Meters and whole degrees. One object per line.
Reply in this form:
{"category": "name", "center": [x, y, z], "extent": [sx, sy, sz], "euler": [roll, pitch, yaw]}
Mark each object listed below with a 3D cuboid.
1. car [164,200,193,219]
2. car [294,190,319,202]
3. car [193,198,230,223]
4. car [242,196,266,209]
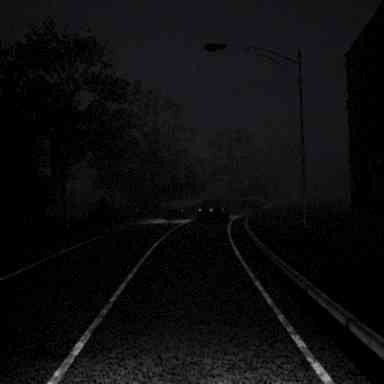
{"category": "car", "center": [-0.904, 1.453, 29.040], "extent": [1.882, 1.535, 5.008], "euler": [-2, 0, 15]}
{"category": "car", "center": [22.003, 0.717, 63.826], "extent": [5.566, 2.045, 2.150], "euler": [-3, -3, -37]}
{"category": "car", "center": [1.712, 1.263, 25.031], "extent": [2.097, 1.767, 4.553], "euler": [-1, 0, 11]}
{"category": "car", "center": [7.816, 1.235, 41.769], "extent": [1.882, 1.535, 5.008], "euler": [-3, -1, 28]}
